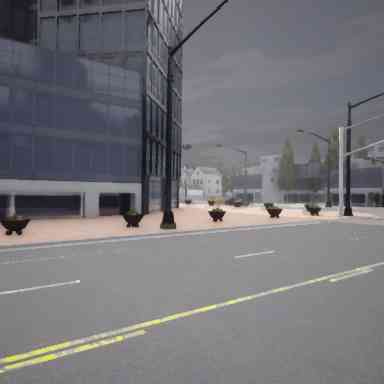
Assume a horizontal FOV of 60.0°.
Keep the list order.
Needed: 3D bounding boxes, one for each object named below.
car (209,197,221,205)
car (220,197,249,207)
[{"bbox_3d":[4.879,1.671,64.073,1.882,1.535,5.008,1,-1,-25],"label":"car"},{"bbox_3d":[7.153,1.685,53.844,1.812,1.442,4.674,1,-1,-35],"label":"car"}]
